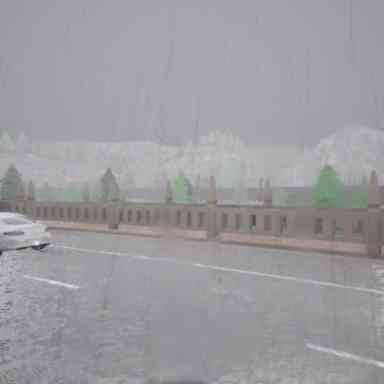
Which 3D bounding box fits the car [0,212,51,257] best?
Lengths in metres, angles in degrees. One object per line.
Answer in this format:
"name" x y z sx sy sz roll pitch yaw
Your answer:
"car" -7.277 1.487 12.372 4.674 1.442 1.812 0 0 29
